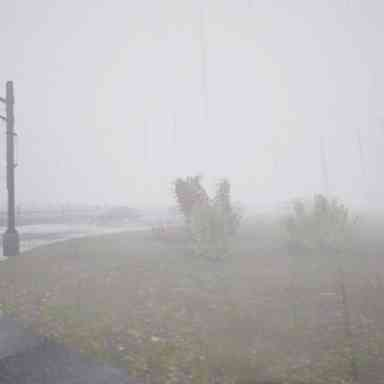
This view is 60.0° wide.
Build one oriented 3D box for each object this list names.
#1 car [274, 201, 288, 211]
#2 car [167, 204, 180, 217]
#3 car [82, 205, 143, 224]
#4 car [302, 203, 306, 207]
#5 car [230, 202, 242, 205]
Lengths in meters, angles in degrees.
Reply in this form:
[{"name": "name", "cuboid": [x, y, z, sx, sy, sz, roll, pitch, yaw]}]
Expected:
[{"name": "car", "cuboid": [14.308, 2.119, 51.033, 2.033, 1.411, 5.357, -1, -1, 36]}, {"name": "car", "cuboid": [-0.345, 1.641, 36.848, 2.150, 2.045, 5.566, -1, -1, 36]}, {"name": "car", "cuboid": [-6.574, 1.850, 28.200, 2.033, 1.411, 5.357, -1, -1, 36]}, {"name": "car", "cuboid": [19.656, 2.198, 58.457, 1.812, 1.442, 4.674, -1, -1, 36]}, {"name": "car", "cuboid": [5.741, 2.058, 45.279, 1.812, 1.442, 4.674, -1, -2, 36]}]
